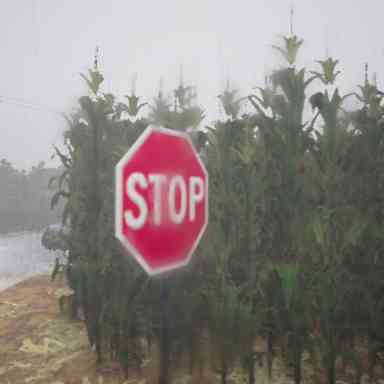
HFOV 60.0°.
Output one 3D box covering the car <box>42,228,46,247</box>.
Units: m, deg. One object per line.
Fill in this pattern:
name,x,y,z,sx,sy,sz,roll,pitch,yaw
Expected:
car,-3.774,1.498,13.349,1.994,1.385,4.181,0,0,30
